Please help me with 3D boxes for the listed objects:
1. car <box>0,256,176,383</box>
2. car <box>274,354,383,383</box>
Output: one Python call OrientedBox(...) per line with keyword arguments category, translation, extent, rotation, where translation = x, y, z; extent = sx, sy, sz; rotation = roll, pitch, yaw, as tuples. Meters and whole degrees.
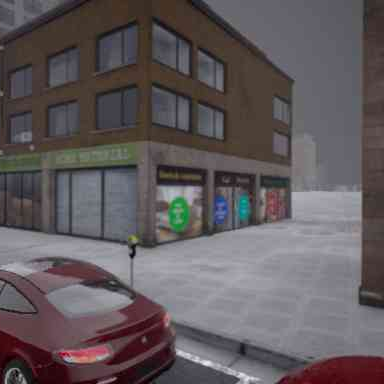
OrientedBox(category="car", translation=(-2.126, 1.556, 4.480), extent=(4.206, 1.307, 1.802), rotation=(1, 0, 36))
OrientedBox(category="car", translation=(2.396, 1.552, 1.252), extent=(4.507, 1.381, 1.887), rotation=(0, 0, 36))
